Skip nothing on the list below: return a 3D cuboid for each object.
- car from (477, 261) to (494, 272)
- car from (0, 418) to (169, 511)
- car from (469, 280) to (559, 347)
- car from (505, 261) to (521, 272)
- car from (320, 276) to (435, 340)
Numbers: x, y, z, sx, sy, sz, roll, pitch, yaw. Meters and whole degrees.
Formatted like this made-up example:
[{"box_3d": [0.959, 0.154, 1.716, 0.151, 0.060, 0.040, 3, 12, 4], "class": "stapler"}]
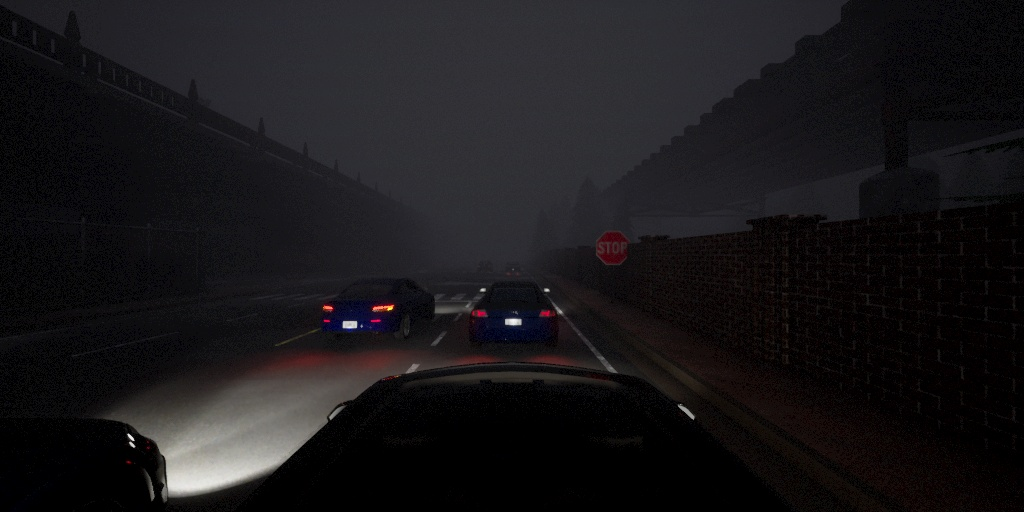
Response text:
[{"box_3d": [-3.391, 1.297, 45.963, 2.033, 1.411, 5.357, 0, 0, -1], "class": "car"}, {"box_3d": [-3.399, 1.314, 0.742, 1.994, 1.385, 4.181, 0, 0, 0], "class": "car"}, {"box_3d": [0.070, 1.314, 9.315, 1.994, 1.385, 4.181, 0, 0, 1], "class": "car"}, {"box_3d": [0.104, 1.351, 46.131, 1.895, 1.301, 4.718, 0, 0, -1], "class": "car"}, {"box_3d": [-3.412, 1.276, 9.838, 1.812, 1.442, 4.674, 0, 0, 0], "class": "car"}]
